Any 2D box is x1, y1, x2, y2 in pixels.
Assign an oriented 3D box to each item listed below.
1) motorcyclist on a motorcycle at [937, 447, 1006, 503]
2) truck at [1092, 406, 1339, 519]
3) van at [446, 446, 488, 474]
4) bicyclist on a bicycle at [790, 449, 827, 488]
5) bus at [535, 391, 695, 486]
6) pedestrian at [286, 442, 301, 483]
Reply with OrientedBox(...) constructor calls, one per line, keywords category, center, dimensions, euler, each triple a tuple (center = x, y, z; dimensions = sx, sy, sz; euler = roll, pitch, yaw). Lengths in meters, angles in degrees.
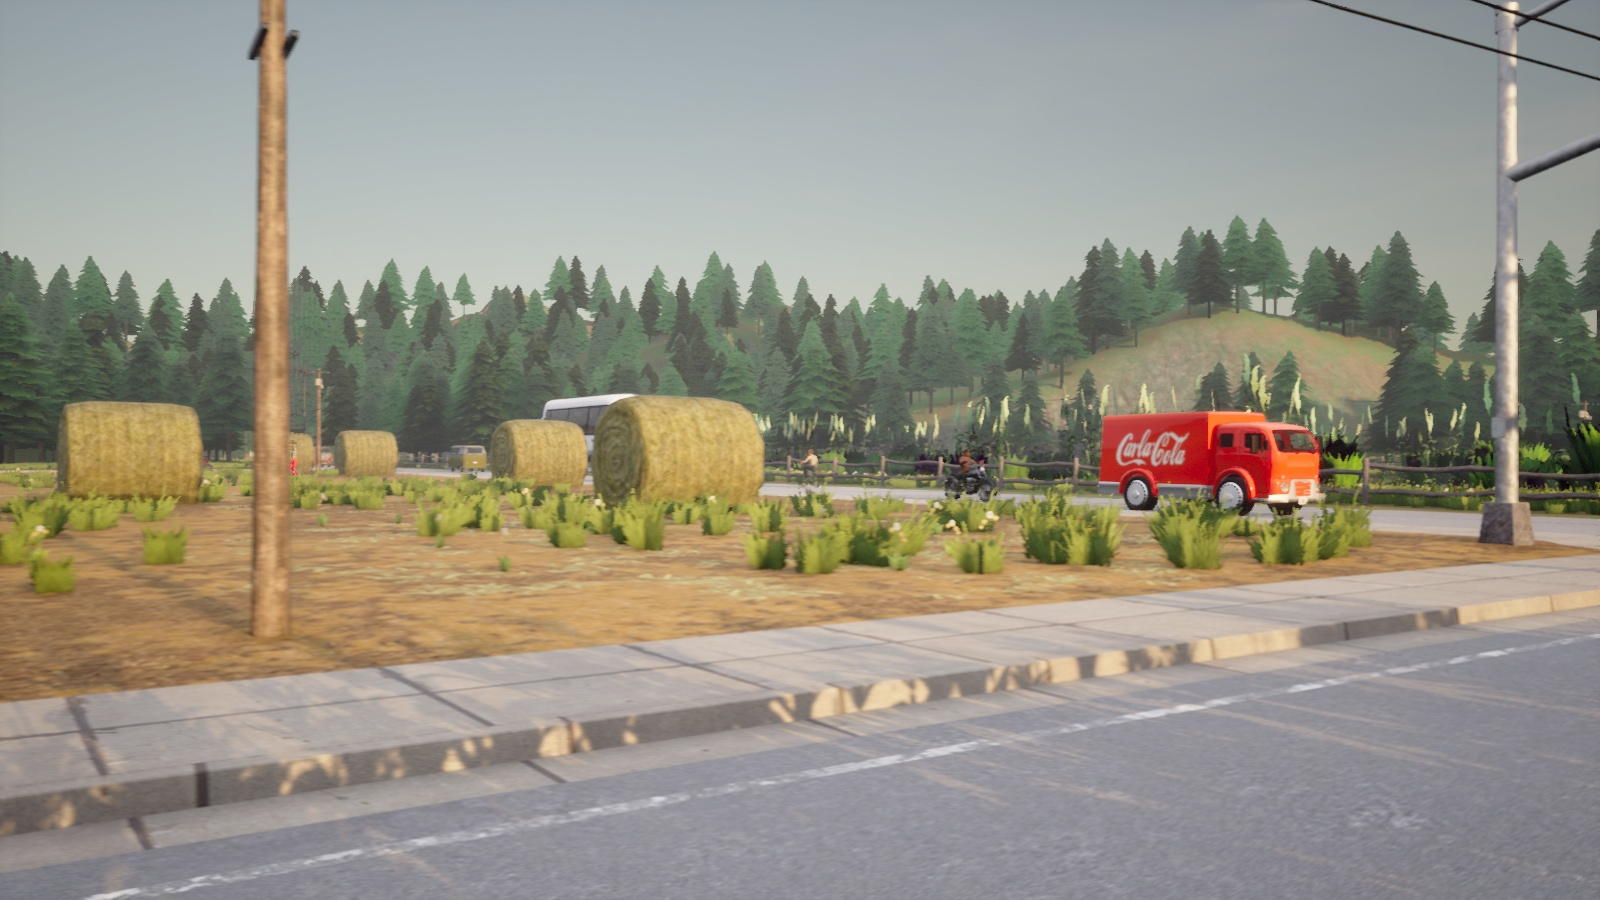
OrientedBox(category="motorcyclist on a motorcycle", center=(5.177, 0.742, 38.089), dimensions=(0.766, 1.649, 2.350), euler=(0, 0, -32))
OrientedBox(category="truck", center=(9.925, 0.277, 30.451), dimensions=(2.627, 2.467, 5.204), euler=(0, 0, -32))
OrientedBox(category="van", center=(-24.596, 0.742, 92.573), dimensions=(1.775, 1.987, 4.442), euler=(0, 0, -32))
OrientedBox(category="bicyclist on a bicycle", center=(0.364, 0.774, 52.443), dimensions=(0.866, 1.612, 1.509), euler=(0, 0, -32))
OrientedBox(category="bus", center=(-9.250, -0.497, 61.278), dimensions=(3.944, 4.253, 10.273), euler=(0, 0, -32))
OrientedBox(category="pedestrian", center=(-22.614, 0.545, 56.075), dimensions=(0.594, 1.836, 0.345), euler=(0, 0, -21))
